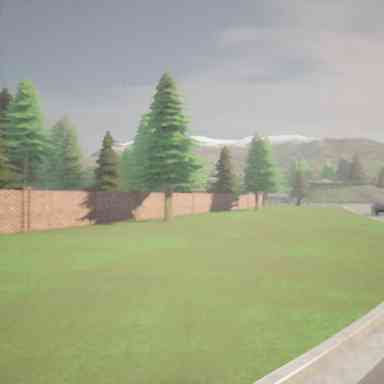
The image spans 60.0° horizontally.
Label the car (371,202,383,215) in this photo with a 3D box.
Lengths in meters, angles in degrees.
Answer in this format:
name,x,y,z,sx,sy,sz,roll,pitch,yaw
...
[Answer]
name,x,y,z,sx,sy,sz,roll,pitch,yaw
car,23.727,2.081,41.672,1.837,1.490,4.892,0,0,21
